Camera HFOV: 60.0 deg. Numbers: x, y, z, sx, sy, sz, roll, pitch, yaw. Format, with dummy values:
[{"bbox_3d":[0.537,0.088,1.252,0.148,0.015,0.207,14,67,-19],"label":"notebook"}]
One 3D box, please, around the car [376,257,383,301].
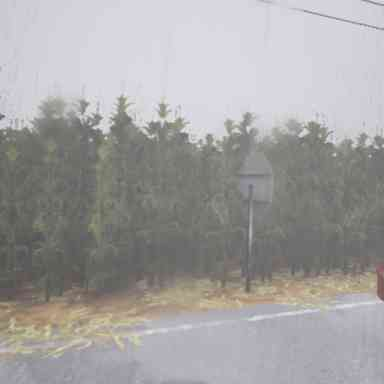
[{"bbox_3d":[5.847,1.153,5.578,5.566,2.045,2.150,1,2,-20],"label":"car"}]
